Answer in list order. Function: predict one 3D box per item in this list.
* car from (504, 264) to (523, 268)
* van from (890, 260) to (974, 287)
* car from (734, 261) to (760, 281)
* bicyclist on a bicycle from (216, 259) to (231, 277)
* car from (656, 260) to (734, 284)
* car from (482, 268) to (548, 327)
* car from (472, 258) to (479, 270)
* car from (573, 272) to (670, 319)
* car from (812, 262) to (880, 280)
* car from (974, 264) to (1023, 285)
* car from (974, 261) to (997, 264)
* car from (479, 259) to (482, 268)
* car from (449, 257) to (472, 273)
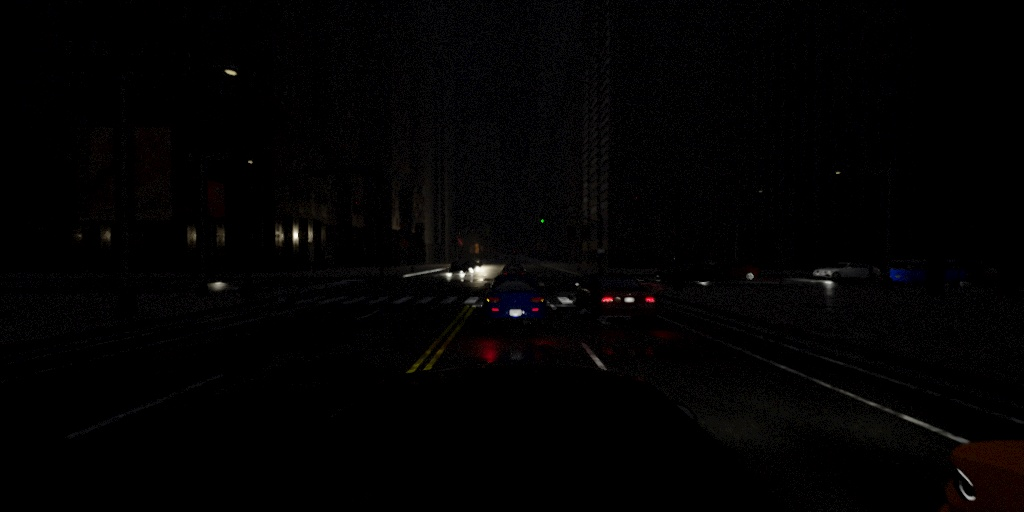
[{"bbox_3d":[0.100,1.317,27.885,2.033,1.411,5.357,0,0,0],"label":"car"},{"bbox_3d":[27.516,1.128,23.862,3.998,1.789,1.690,0,0,0],"label":"van"},{"bbox_3d":[17.710,1.198,29.768,5.008,1.535,1.882,0,1,0],"label":"car"},{"bbox_3d":[-25.891,1.055,32.174,0.582,1.620,1.656,0,1,0],"label":"bicyclist on a bicycle"},{"bbox_3d":[13.153,1.261,26.538,4.902,1.511,2.128,0,0,-4],"label":"car"},{"bbox_3d":[0.083,1.283,11.466,1.812,1.442,4.674,0,0,0],"label":"car"},{"bbox_3d":[-6.549,1.302,54.653,1.837,1.490,4.892,0,0,0],"label":"car"},{"bbox_3d":[3.415,1.305,12.742,2.033,1.411,5.357,0,0,2],"label":"car"},{"bbox_3d":[27.649,1.235,29.698,4.674,1.442,1.812,0,1,0],"label":"car"},{"bbox_3d":[32.958,1.363,23.831,4.207,1.307,1.802,0,0,0],"label":"car"},{"bbox_3d":[37.924,1.203,29.646,4.892,1.490,1.837,0,1,0],"label":"car"},{"bbox_3d":[-6.502,1.301,65.036,2.128,1.511,4.902,0,0,0],"label":"car"},{"bbox_3d":[-6.582,1.264,45.149,1.882,1.535,5.008,0,0,1],"label":"car"}]
